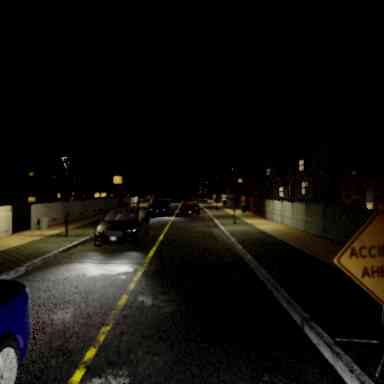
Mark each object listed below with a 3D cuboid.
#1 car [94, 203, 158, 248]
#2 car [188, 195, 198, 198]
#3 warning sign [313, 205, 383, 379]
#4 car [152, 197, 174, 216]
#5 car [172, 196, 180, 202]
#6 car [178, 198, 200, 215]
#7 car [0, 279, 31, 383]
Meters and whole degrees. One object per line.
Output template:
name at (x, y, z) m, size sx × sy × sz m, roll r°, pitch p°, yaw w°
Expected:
car at (-2.976, 1.487, 14.970) m, size 2.128 × 1.511 × 4.902 m, roll 0°, pitch 0°, yaw -1°
car at (-0.324, 1.490, 45.419) m, size 1.812 × 1.442 × 4.674 m, roll 0°, pitch 0°, yaw -1°
warning sign at (2.444, 1.109, 4.218) m, size 1.300 × 1.860 × 1.060 m, roll -3°, pitch -3°, yaw -1°
car at (-3.061, 1.488, 31.923) m, size 1.837 × 1.490 × 4.892 m, roll 0°, pitch 0°, yaw 0°
car at (-3.372, 1.485, 66.284) m, size 1.812 × 1.442 × 4.674 m, roll 0°, pitch 0°, yaw 0°
car at (-0.202, 1.574, 33.165) m, size 1.895 × 1.301 × 4.718 m, roll 0°, pitch 0°, yaw -1°
car at (-2.858, 1.483, 1.976) m, size 1.882 × 1.535 × 5.008 m, roll 0°, pitch 0°, yaw -1°
